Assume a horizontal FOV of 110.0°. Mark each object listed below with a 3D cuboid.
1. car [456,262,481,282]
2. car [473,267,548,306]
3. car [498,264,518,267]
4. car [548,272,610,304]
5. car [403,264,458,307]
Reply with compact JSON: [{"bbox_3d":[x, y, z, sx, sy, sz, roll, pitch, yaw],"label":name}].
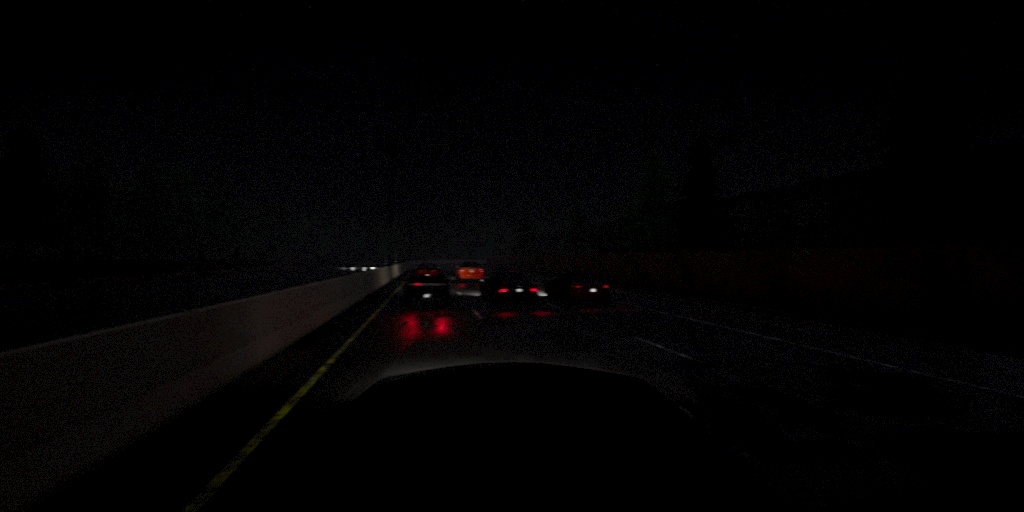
[{"bbox_3d":[-3.735,1.268,31.109,2.097,1.767,4.553,1,-1,-13],"label":"car"},{"bbox_3d":[-0.289,1.401,16.412,2.033,1.411,5.357,1,0,-13],"label":"car"},{"bbox_3d":[-0.417,1.446,32.295,1.882,1.535,5.008,1,0,-13],"label":"car"},{"bbox_3d":[3.058,1.468,17.492,1.994,1.385,4.181,1,0,-13],"label":"car"},{"bbox_3d":[-3.762,1.299,15.912,2.128,1.511,4.902,1,0,-13],"label":"car"}]
